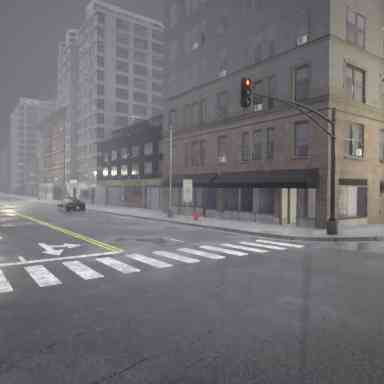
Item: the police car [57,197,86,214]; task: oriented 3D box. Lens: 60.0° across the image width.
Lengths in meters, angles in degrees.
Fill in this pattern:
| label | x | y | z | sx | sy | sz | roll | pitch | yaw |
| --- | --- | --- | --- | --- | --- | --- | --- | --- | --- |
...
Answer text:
| label | x | y | z | sx | sy | sz | roll | pitch | yaw |
| --- | --- | --- | --- | --- | --- | --- | --- | --- | --- |
| police car | -12.876 | 1.353 | 35.283 | 1.930 | 1.638 | 5.238 | 0 | 0 | -35 |
